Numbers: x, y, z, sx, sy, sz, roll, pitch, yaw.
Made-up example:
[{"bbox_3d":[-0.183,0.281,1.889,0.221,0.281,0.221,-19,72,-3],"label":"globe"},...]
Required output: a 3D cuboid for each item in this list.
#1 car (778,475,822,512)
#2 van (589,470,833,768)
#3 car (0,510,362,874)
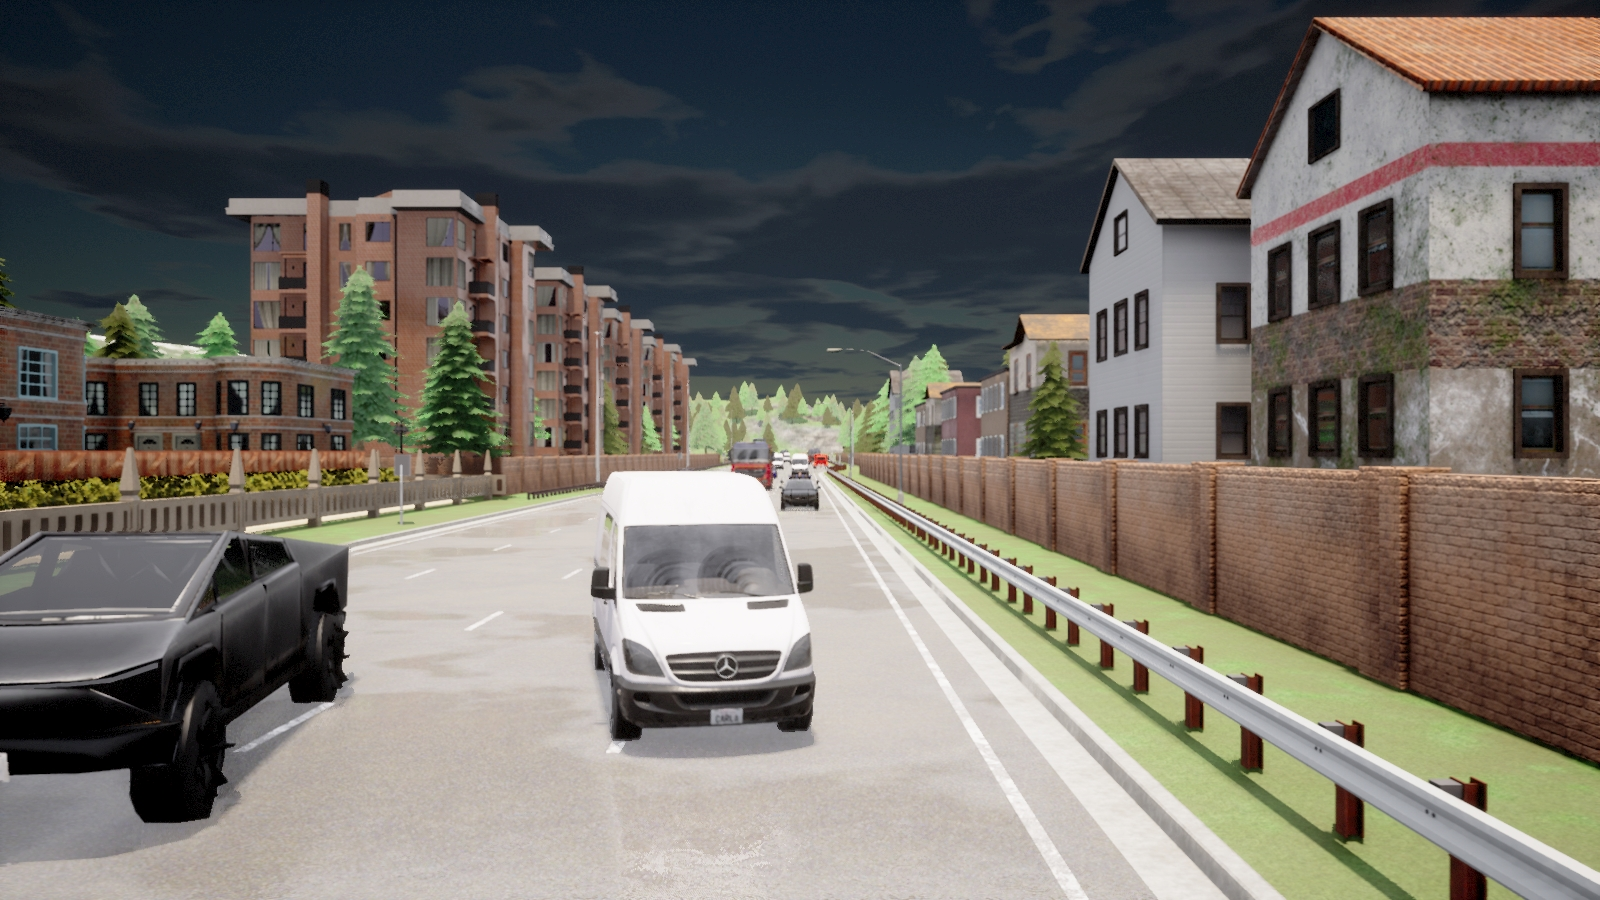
[{"bbox_3d":[-0.003,2.090,56.190,2.097,1.638,5.238,0,0,0],"label":"car"},{"bbox_3d":[-1.315,1.563,13.285,1.988,2.561,5.915,0,0,-13],"label":"van"},{"bbox_3d":[-6.013,1.777,10.671,2.390,2.098,6.274,0,0,-10],"label":"car"}]
